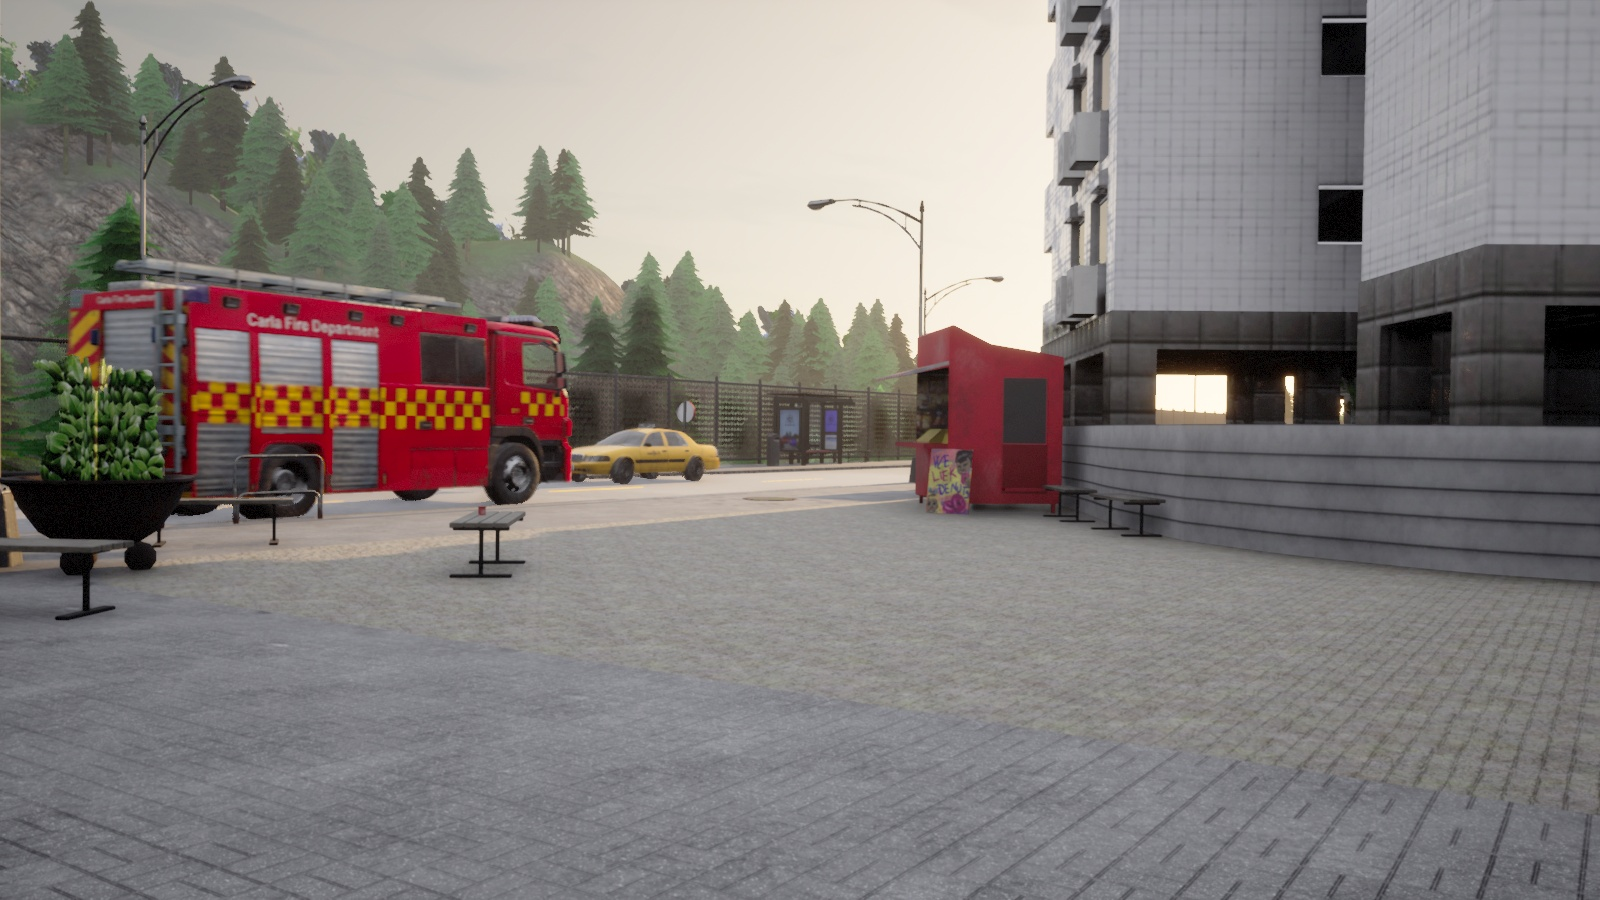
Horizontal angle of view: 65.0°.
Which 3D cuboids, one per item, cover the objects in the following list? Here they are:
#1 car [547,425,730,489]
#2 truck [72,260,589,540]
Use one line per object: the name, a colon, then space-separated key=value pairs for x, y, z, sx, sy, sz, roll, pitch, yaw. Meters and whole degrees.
car: x=-4.226 y=0.131 z=33.833 sx=1.801 sy=1.575 sz=5.366 roll=0 pitch=1 yaw=34
truck: x=-7.449 y=-0.755 z=21.603 sx=2.891 sy=3.827 sz=8.468 roll=0 pitch=1 yaw=28
